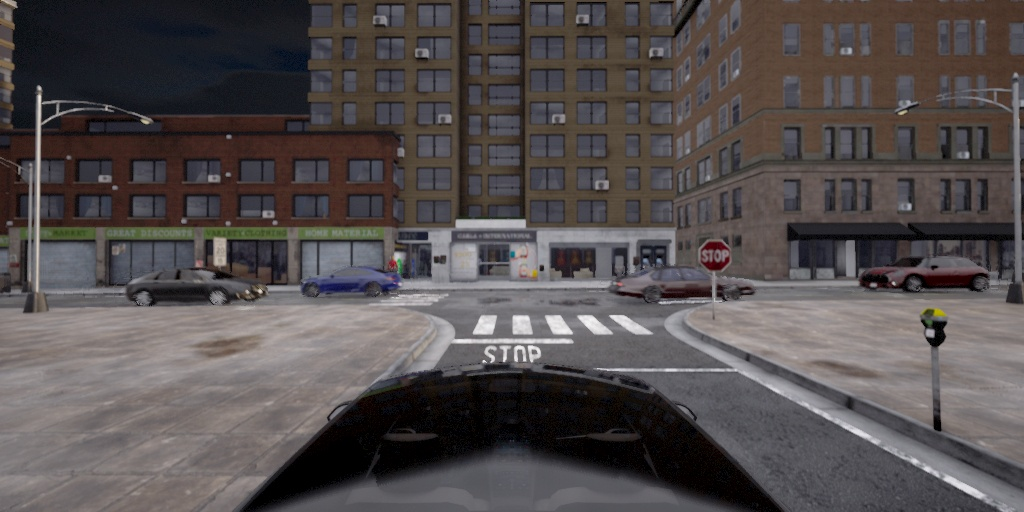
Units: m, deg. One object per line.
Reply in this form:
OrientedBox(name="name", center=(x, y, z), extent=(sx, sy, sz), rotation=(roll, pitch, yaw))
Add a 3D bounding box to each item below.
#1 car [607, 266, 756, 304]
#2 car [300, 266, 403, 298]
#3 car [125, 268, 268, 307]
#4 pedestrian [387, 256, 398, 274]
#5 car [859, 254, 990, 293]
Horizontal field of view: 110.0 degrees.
OrientedBox(name="car", center=(6.639, 1.099, 14.431), extent=(5.357, 1.411, 2.033), rotation=(-1, 0, 0))
OrientedBox(name="car", center=(-7.730, 1.232, 17.478), extent=(4.674, 1.442, 1.812), rotation=(-1, -1, 0))
OrientedBox(name="car", center=(-12.667, 1.240, 14.574), extent=(4.892, 1.490, 1.837), rotation=(-1, -1, 0))
OrientedBox(name="pedestrian", center=(-6.790, 0.867, 20.400), extent=(0.375, 1.860, 0.375), rotation=(0, 0, 0))
OrientedBox(name="car", center=(19.725, 0.806, 17.330), extent=(4.553, 1.767, 2.097), rotation=(0, -1, 0))
